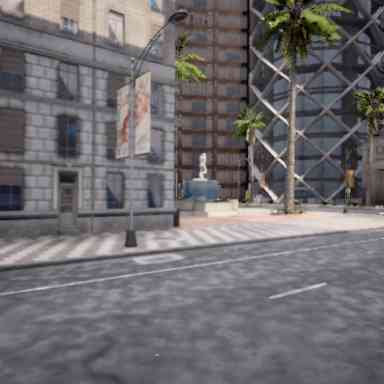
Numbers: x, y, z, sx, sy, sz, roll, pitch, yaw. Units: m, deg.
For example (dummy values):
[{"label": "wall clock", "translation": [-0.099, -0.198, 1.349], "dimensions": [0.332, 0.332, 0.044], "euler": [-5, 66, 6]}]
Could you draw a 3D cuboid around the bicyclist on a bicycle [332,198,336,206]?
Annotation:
[{"label": "bicyclist on a bicycle", "translation": [26.613, 1.894, 62.336], "dimensions": [0.582, 1.620, 1.656], "euler": [0, 0, 42]}]

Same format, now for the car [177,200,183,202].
[{"label": "car", "translation": [-0.486, 1.876, 63.365], "dimensions": [4.892, 1.490, 1.837], "euler": [1, 0, 7]}]
